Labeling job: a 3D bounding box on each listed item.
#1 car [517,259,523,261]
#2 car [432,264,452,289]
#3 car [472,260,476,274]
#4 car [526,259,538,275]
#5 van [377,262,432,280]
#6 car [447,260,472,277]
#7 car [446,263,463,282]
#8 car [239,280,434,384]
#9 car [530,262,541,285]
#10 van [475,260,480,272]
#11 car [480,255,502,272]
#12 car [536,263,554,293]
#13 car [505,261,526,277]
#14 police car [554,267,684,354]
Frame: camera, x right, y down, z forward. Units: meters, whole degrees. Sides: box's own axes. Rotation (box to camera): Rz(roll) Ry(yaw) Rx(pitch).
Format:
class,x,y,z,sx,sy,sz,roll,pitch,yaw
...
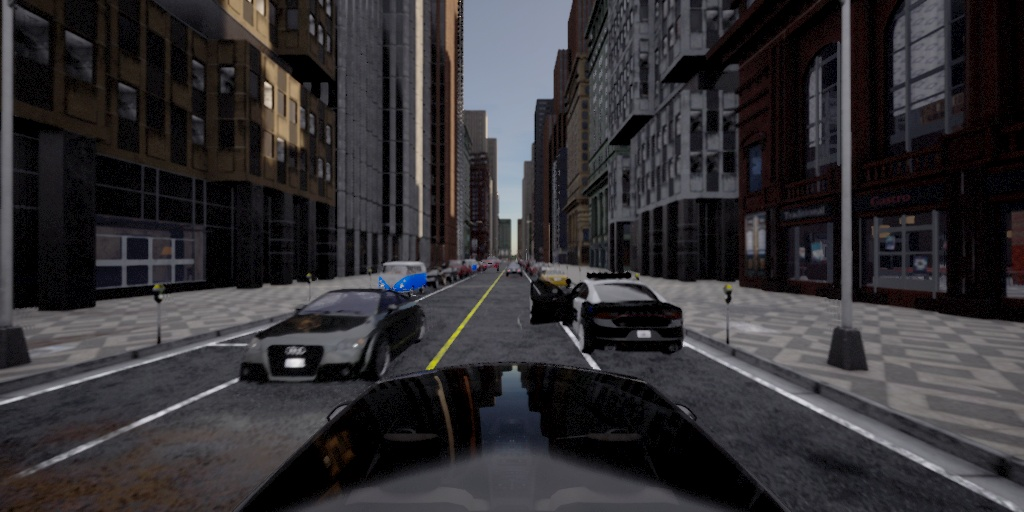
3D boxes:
class,x,y,z,sx,sy,sz,roll,pitch,yaw
car,0.226,1.585,50.927,1.812,1.442,4.674,0,0,1
car,-5.669,1.458,24.566,1.948,1.339,4.313,0,0,0
car,-5.599,1.544,41.476,1.888,1.381,4.507,0,0,0
car,2.926,1.440,41.450,1.967,1.591,4.097,0,0,0
van,-5.693,1.198,18.930,1.690,1.789,3.998,0,0,0
car,-5.622,1.278,35.839,2.192,1.841,5.009,0,0,0
car,-5.646,1.494,30.203,1.948,1.339,4.313,0,0,0
car,-3.080,1.347,7.094,1.994,1.385,4.181,0,0,0
car,2.879,1.479,30.178,2.007,1.370,4.403,0,0,0
van,-5.575,1.375,47.113,1.690,1.789,3.998,0,0,0
car,-2.807,0.921,48.237,2.150,2.045,5.566,0,0,0
car,2.856,1.419,24.712,1.751,1.417,4.829,0,0,0
car,0.247,1.540,40.299,2.033,1.411,5.357,0,0,1
police car,2.395,1.221,9.064,1.930,1.638,5.238,0,0,0
